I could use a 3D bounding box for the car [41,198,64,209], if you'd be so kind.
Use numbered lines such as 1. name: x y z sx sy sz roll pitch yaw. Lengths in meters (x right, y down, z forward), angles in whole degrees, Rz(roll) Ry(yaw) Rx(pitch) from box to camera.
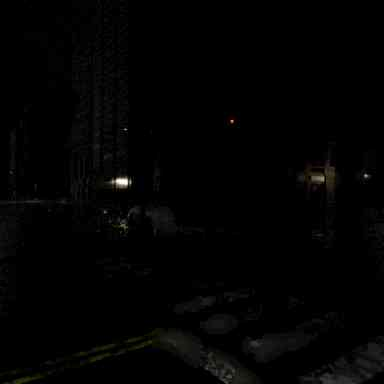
1. car: -20.720 1.820 48.708 1.895 1.301 4.718 1 -1 -35

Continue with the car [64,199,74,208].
1. car: -20.760 1.791 54.206 1.812 1.442 4.674 1 -1 -35

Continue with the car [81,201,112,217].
1. car: -9.442 1.621 32.718 2.128 1.511 4.902 1 -1 -36

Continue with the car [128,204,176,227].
1. car: -2.963 1.604 23.609 1.812 1.442 4.674 1 -1 -36

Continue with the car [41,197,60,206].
1. car: -26.556 1.803 62.378 2.128 1.511 4.902 1 -1 -36
